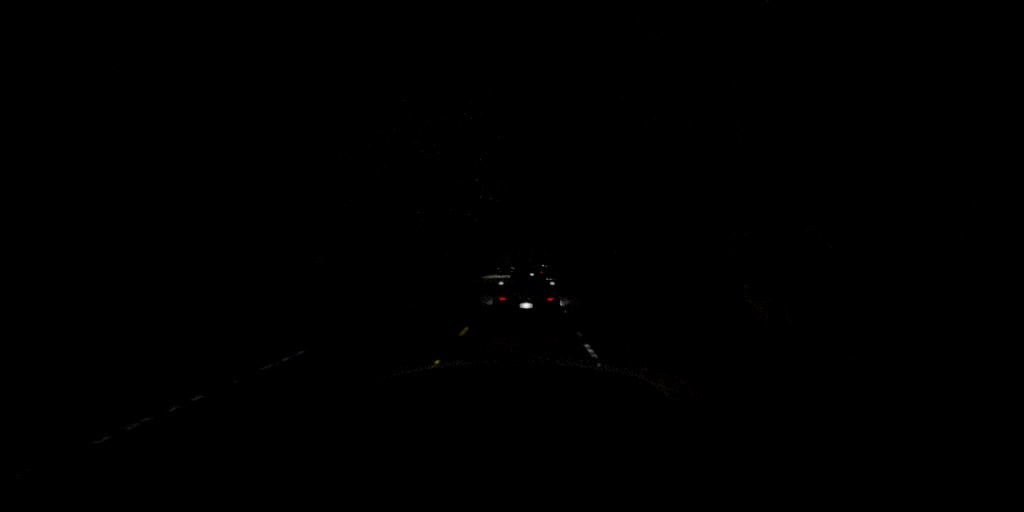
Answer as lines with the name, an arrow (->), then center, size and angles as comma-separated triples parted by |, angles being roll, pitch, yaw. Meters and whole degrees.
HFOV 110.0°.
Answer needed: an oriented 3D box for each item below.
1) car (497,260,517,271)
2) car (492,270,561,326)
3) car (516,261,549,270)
car -> -0.349, 1.211, 38.897 | 1.882, 1.535, 5.008 | 0, 0, 7
car -> 0.478, 1.311, 11.690 | 1.994, 1.385, 4.181 | 0, 0, 3
car -> 1.639, 1.303, 27.768 | 1.994, 1.385, 4.181 | 0, 0, 5
